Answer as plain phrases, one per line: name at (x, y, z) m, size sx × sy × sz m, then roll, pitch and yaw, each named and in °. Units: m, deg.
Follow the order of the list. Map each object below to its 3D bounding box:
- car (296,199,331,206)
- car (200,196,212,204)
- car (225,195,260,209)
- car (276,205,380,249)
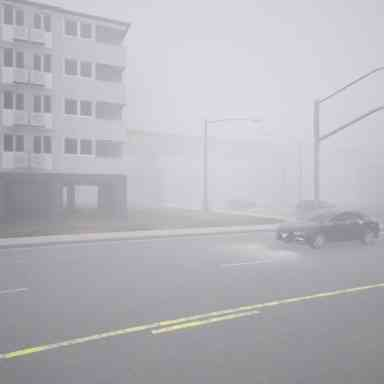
car at (12.627, 1.504, 33.520) m, size 1.837 × 1.490 × 4.892 m, roll 0°, pitch 0°, yaw -25°
car at (2.723, 1.493, 65.033) m, size 2.128 × 1.511 × 4.902 m, roll 0°, pitch 0°, yaw 11°
car at (6.609, 1.547, 46.019) m, size 2.033 × 1.411 × 5.357 m, roll 0°, pitch 0°, yaw -26°
car at (5.910, 1.505, 14.382) m, size 4.892 × 1.490 × 1.837 m, roll 0°, pitch 0°, yaw -25°
